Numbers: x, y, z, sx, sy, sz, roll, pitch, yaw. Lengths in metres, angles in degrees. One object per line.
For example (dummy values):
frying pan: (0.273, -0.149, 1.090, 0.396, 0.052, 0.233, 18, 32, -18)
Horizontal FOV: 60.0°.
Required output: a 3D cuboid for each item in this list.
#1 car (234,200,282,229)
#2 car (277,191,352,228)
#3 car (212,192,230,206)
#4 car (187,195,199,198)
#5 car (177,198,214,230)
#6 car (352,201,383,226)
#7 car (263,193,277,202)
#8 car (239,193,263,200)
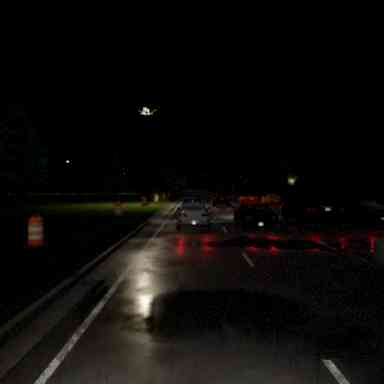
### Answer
car: (3.600, 1.362, 19.588, 1.895, 1.301, 4.718, 0, 1, 0)
car: (7.099, 0.976, 20.048, 2.150, 2.045, 5.566, 0, 1, 0)
car: (3.591, 0.839, 42.066, 2.097, 1.767, 4.553, 0, 1, 0)
car: (0.082, 1.088, 37.761, 2.033, 1.411, 5.357, 0, 1, 0)
car: (0.100, 1.293, 19.069, 1.812, 1.442, 4.674, 0, 1, 0)
car: (10.599, 1.272, 20.752, 1.812, 1.442, 4.674, 0, 1, 0)
car: (10.595, 0.935, 44.544, 1.882, 1.535, 5.008, 0, 1, 0)
car: (7.090, 0.845, 41.549, 2.097, 1.767, 4.553, 0, 1, 0)
